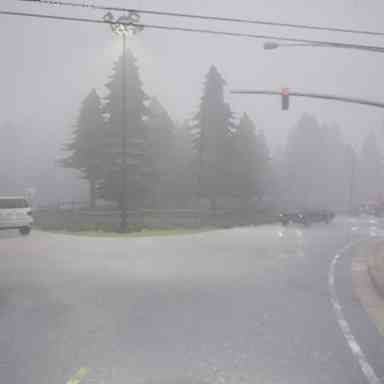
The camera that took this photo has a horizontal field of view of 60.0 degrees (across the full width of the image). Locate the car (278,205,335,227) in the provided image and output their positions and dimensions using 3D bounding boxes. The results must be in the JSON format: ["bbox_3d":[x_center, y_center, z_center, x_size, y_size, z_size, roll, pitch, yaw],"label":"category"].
[{"bbox_3d":[8.008,1.614,23.078,4.718,1.301,1.895,0,0,-42],"label":"car"}]

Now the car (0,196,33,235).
[{"bbox_3d":[-10.752,1.256,18.210,5.566,2.045,2.150,0,0,42],"label":"car"}]

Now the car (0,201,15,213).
[{"bbox_3d":[-21.697,1.645,36.563,1.895,1.301,4.718,0,0,2],"label":"car"}]

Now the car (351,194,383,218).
[{"bbox_3d":[16.853,1.242,30.799,5.566,2.045,2.150,0,0,-40],"label":"car"}]

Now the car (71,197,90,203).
[{"bbox_3d":[-16.574,1.544,50.885,2.128,1.511,4.902,0,0,12],"label":"car"}]
